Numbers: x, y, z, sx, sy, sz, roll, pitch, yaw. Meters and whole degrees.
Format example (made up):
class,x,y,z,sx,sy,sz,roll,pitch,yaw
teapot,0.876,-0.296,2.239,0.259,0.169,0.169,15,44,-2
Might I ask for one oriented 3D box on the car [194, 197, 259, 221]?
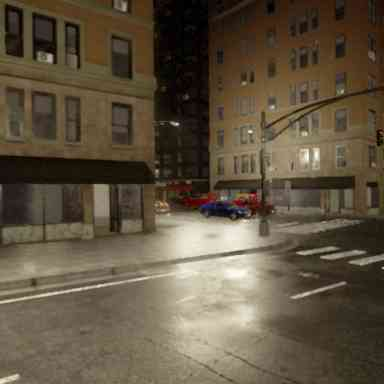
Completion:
class,x,y,z,sx,sy,sz,roll,pitch,yaw
car,2.666,1.435,26.489,1.812,1.442,4.674,-1,1,-43

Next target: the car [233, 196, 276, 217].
class,x,y,z,sx,sy,sz,roll,pitch,yaw
car,5.000,1.394,28.789,1.812,1.442,4.674,-1,1,-45

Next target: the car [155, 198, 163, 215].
class,x,y,z,sx,sy,sz,roll,pitch,yaw
car,-5.009,1.444,30.462,1.947,1.339,4.313,0,1,-44

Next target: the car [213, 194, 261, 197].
class,x,y,z,sx,sy,sz,roll,pitch,yaw
car,4.943,1.132,32.441,2.192,1.841,5.009,0,1,-44

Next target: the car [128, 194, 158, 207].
class,x,y,z,sx,sy,sz,roll,pitch,yaw
car,-6.555,1.124,44.308,1.967,1.590,4.097,0,1,-44

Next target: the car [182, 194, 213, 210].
class,x,y,z,sx,sy,sz,roll,pitch,yaw
car,1.110,1.089,36.396,2.192,1.841,5.009,0,1,-44

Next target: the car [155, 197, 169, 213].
class,x,y,z,sx,sy,sz,roll,pitch,yaw
car,-4.341,1.181,33.724,2.097,1.767,4.553,-1,1,-44
